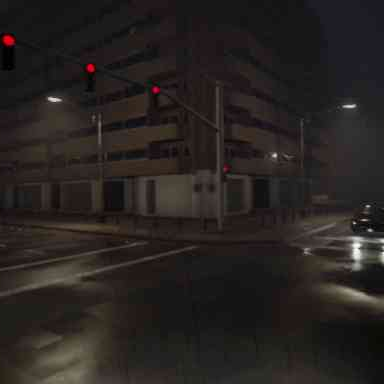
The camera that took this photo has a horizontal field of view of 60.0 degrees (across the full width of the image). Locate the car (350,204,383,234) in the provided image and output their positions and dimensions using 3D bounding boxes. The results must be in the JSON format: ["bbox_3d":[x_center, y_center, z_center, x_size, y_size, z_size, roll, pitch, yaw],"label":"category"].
[{"bbox_3d":[9.780,1.334,17.423,2.033,1.411,5.357,-1,0,37],"label":"car"}]
